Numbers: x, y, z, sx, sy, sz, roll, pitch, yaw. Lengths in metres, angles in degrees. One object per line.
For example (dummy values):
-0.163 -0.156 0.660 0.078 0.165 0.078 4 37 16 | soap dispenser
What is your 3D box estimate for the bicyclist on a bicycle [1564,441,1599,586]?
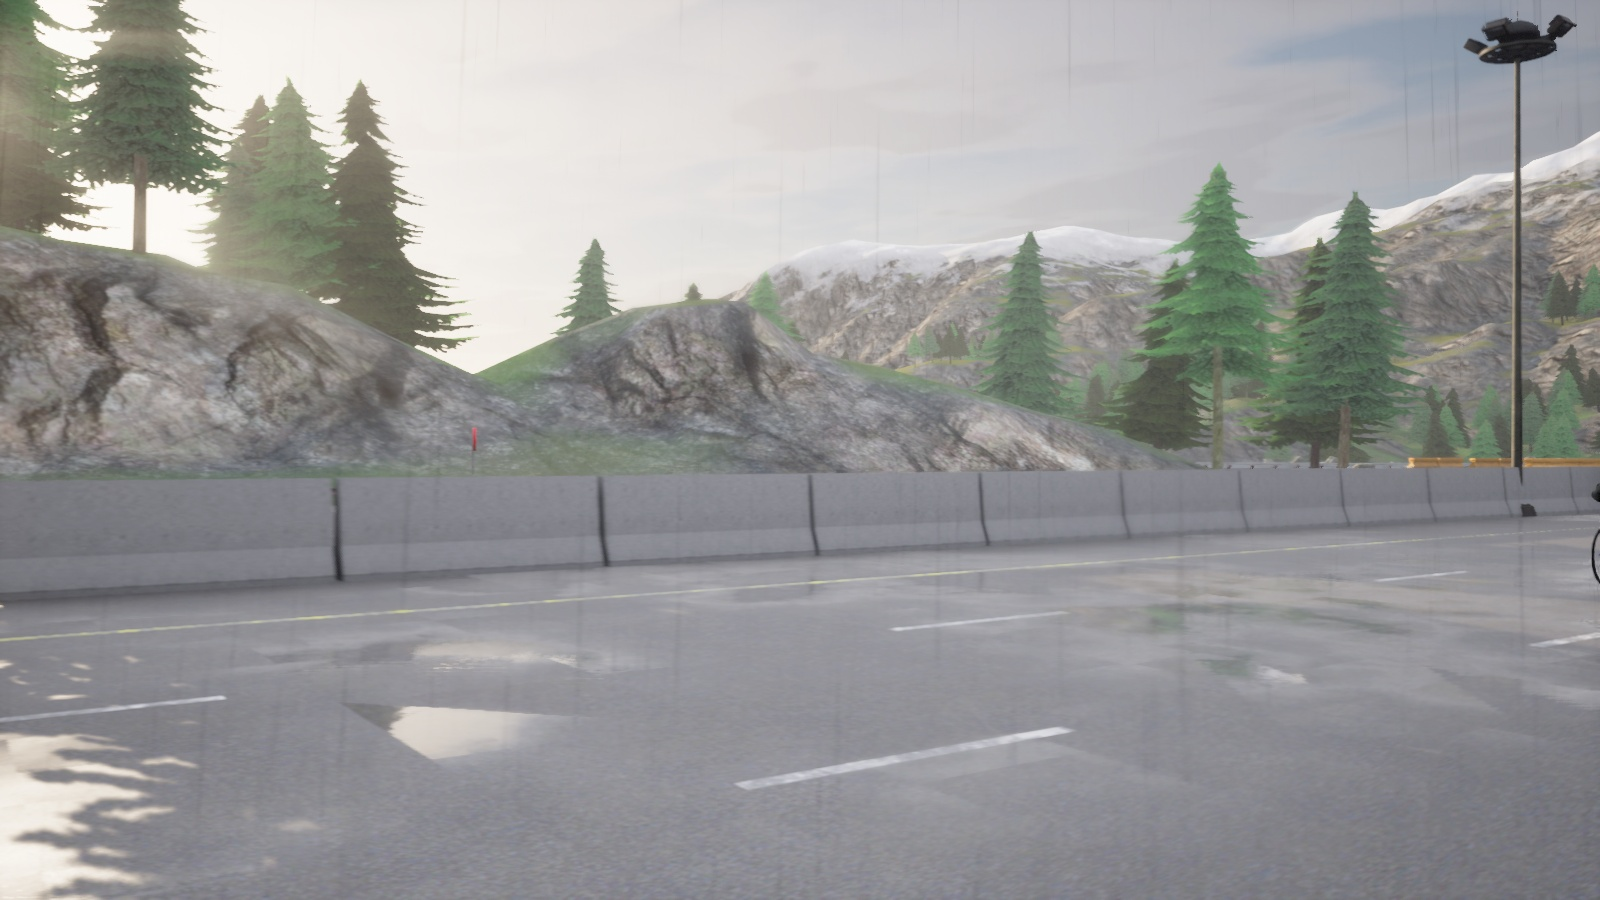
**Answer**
9.577 0.713 14.589 1.656 1.620 0.582 0 0 -35 | bicyclist on a bicycle
